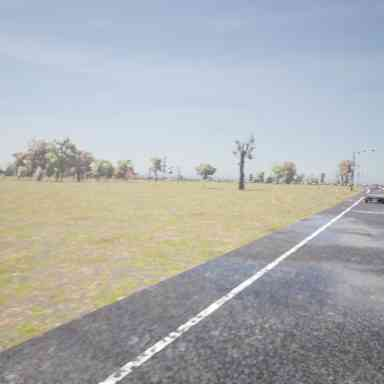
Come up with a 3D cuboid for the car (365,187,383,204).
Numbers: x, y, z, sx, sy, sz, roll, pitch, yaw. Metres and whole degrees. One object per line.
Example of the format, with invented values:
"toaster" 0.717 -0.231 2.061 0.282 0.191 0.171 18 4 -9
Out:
"car" 20.825 0.503 37.793 2.033 1.411 5.357 4 3 30
